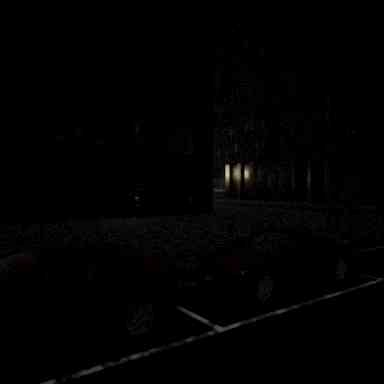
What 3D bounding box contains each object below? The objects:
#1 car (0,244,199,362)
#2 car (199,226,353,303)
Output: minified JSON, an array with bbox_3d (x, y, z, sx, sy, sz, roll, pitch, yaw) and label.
[{"bbox_3d":[-2.317,1.547,5.011,4.507,1.381,1.887,0,0,-36],"label":"car"},{"bbox_3d":[2.180,1.561,8.221,4.507,1.381,1.887,0,0,-36],"label":"car"}]
